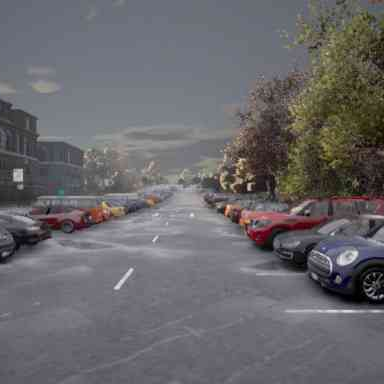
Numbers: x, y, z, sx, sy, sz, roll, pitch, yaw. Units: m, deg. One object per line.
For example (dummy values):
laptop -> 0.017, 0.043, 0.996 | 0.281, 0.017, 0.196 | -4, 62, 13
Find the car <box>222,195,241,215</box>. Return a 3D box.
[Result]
car -> 5.009, 1.340, 27.134 | 4.553, 1.767, 2.185 | 0, 0, 0

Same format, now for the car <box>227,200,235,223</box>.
car -> 5.034, 1.471, 21.565 | 5.008, 1.535, 2.097 | 0, 0, 0

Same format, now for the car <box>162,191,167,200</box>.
car -> -8.009, 1.155, 68.878 | 4.553, 1.767, 2.185 | 0, 1, 0

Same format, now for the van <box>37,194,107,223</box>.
van -> -8.157, 1.245, 21.605 | 4.442, 1.987, 1.878 | 0, 0, 0

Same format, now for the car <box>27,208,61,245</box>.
car -> -8.037, 1.516, 13.192 | 4.674, 1.452, 2.002 | 0, 0, 0

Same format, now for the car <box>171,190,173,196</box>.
car -> -8.070, 0.871, 85.601 | 4.792, 1.488, 2.163 | 0, 2, 0

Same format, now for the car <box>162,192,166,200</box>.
car -> -8.046, 1.358, 63.304 | 5.008, 1.535, 2.097 | 0, 1, 0

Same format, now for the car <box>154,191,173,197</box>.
car -> -8.046, 0.488, 93.955 | 5.008, 1.535, 2.097 | 0, 3, 0

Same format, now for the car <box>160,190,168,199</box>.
car -> -8.009, 1.104, 71.658 | 4.553, 1.767, 2.185 | 0, 1, 0

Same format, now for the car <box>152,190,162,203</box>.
car -> -8.012, 1.168, 52.158 | 5.566, 2.045, 2.435 | 0, 0, 0

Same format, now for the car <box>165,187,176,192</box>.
car -> -8.012, 0.365, 91.153 | 5.566, 2.045, 2.435 | 0, 3, 0

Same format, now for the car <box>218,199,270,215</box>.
car -> 5.068, 1.487, 32.706 | 4.792, 1.488, 2.163 | 0, 0, 0

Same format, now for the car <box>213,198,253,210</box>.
car -> 5.042, 1.483, 41.059 | 4.674, 1.452, 2.002 | 0, 0, 0

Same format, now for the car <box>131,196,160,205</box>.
car -> -8.069, 1.433, 57.728 | 4.792, 1.488, 2.163 | 0, 0, 0

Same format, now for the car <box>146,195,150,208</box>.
car -> -8.034, 1.444, 41.026 | 4.892, 1.521, 2.231 | 0, 0, 0

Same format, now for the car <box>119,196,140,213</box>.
car -> -8.045, 1.457, 32.676 | 5.008, 1.535, 2.097 | 0, 0, 0

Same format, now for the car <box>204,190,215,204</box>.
car -> 5.011, 1.174, 49.414 | 5.566, 2.045, 2.435 | 0, 0, 0

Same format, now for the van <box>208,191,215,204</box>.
van -> 4.923, 1.206, 46.628 | 4.442, 1.987, 1.878 | 0, 0, 0

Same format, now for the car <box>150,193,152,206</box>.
car -> -8.072, 1.311, 43.934 | 4.553, 1.767, 2.185 | 0, 0, 0

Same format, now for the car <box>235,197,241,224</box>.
car -> 5.008, 1.348, 18.780 | 4.553, 1.767, 2.185 | 0, 0, 0

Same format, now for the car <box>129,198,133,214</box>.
car -> -8.038, 1.502, 29.892 | 4.674, 1.452, 2.002 | 0, 0, 0

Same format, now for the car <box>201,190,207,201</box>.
car -> 5.068, 1.105, 63.471 | 5.566, 2.045, 2.435 | 0, 1, 0

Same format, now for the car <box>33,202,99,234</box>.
car -> -8.069, 1.503, 18.758 | 4.792, 1.488, 2.163 | 0, 0, 0

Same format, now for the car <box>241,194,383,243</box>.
car -> 5.012, 1.225, 13.208 | 5.566, 2.045, 2.435 | 0, 0, 0

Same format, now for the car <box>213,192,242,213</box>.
car -> 5.011, 1.211, 29.918 | 5.566, 2.045, 2.435 | 0, 0, 0

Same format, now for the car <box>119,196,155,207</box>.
car -> -8.046, 1.425, 49.376 | 5.008, 1.535, 2.097 | 0, 0, 0

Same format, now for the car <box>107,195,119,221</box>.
car -> -8.071, 1.343, 24.325 | 4.553, 1.767, 2.185 | 0, 0, 0

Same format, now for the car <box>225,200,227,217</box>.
car -> 5.042, 1.509, 24.349 | 4.674, 1.452, 2.002 | 0, 0, 0

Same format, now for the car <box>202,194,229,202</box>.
car -> 4.854, 1.275, 69.052 | 5.366, 1.575, 1.946 | 0, 1, 0

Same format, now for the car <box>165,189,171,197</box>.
car -> -8.072, 0.896, 80.017 | 4.553, 1.767, 2.185 | 0, 2, 0

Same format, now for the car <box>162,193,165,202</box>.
car -> -8.045, 1.384, 60.515 | 5.008, 1.535, 2.097 | 0, 0, 0

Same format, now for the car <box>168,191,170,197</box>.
car -> -8.070, 1.129, 77.235 | 4.792, 1.488, 2.163 | 0, 1, 0

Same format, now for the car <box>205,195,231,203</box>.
car -> 5.045, 1.321, 66.263 | 5.008, 1.535, 2.097 | 0, 1, 0

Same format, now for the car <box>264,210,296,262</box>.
car -> 5.046, 1.479, 10.425 | 4.892, 1.521, 2.231 | 0, 0, 0

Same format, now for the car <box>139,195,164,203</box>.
car -> -8.038, 1.363, 66.094 | 4.674, 1.452, 2.002 | 0, 1, 0

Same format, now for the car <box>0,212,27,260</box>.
car -> -8.071, 1.352, 10.409 | 4.553, 1.767, 2.185 | 0, 0, 0

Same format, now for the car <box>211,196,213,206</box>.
car -> 5.045, 1.448, 38.274 | 5.008, 1.535, 2.097 | 0, 0, 0

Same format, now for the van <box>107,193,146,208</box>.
van -> -7.923, 1.222, 38.242 | 4.442, 1.987, 1.878 | 0, 0, 0

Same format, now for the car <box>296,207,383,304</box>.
car -> 5.071, 1.352, 7.639 | 4.553, 1.767, 2.185 | 0, 0, 0

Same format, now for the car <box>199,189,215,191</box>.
car -> 5.225, 0.729, 88.434 | 5.366, 1.575, 1.946 | 0, 3, 0

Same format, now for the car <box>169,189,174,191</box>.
car -> -8.047, 0.735, 88.377 | 4.892, 1.521, 2.231 | 0, 2, 0

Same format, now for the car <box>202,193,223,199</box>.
car -> 5.034, 0.930, 82.991 | 5.008, 1.535, 2.097 | 0, 2, 0

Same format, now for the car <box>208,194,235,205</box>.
car -> 5.071, 1.277, 57.892 | 4.553, 1.767, 2.185 | 0, 0, 0

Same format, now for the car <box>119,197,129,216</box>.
car -> -8.226, 1.462, 27.109 | 5.366, 1.575, 1.946 | 0, 0, 0

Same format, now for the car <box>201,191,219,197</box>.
car -> 5.068, 0.515, 94.018 | 4.792, 1.488, 2.163 | 0, 3, 0

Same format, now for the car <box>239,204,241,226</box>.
car -> 5.044, 1.475, 15.995 | 5.008, 1.535, 2.097 | 0, 0, 0

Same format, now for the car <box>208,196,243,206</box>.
car -> 5.225, 1.417, 52.199 | 5.366, 1.575, 1.946 | 0, 0, 0

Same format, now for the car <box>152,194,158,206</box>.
car -> -7.855, 1.428, 46.592 | 5.366, 1.575, 1.946 | 0, 0, 0

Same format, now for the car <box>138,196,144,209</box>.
car -> -8.035, 1.453, 35.459 | 5.008, 1.535, 2.097 | 0, 0, 0

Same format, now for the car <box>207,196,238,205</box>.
car -> 5.034, 1.413, 55.107 | 5.008, 1.535, 2.097 | 0, 0, 0
